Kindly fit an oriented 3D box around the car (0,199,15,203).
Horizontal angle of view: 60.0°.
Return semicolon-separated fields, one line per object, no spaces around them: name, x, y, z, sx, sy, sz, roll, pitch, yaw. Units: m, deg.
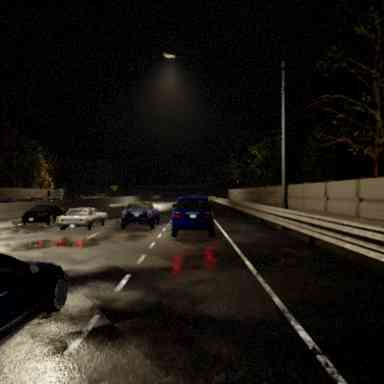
car;-31.342;1.801;57.591;1.895;1.301;4.718;0;0;0

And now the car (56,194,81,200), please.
car;-20.863;1.409;57.299;2.150;2.045;5.566;0;0;1

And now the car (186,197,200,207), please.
car;0.156;1.643;55.288;2.128;1.511;4.902;0;0;0

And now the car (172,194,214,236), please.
car;0.055;1.262;18.692;2.150;2.045;5.566;0;0;0

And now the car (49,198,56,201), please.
car;-24.344;1.762;59.498;1.994;1.385;4.181;0;0;1

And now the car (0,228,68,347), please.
car;-3.384;1.540;4.727;1.812;1.442;4.674;0;0;0

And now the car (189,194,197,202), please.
car;0.252;1.546;89.364;2.150;2.045;5.566;0;0;0

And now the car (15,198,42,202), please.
car;-27.844;1.743;57.679;2.033;1.411;5.357;0;0;0

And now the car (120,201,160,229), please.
car;-3.337;1.404;22.246;2.097;1.767;4.553;0;0;0

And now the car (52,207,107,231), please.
car;-6.837;1.655;21.207;1.895;1.301;4.718;0;0;0

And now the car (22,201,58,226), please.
car;-10.333;1.590;23.685;1.812;1.442;4.674;0;0;0
